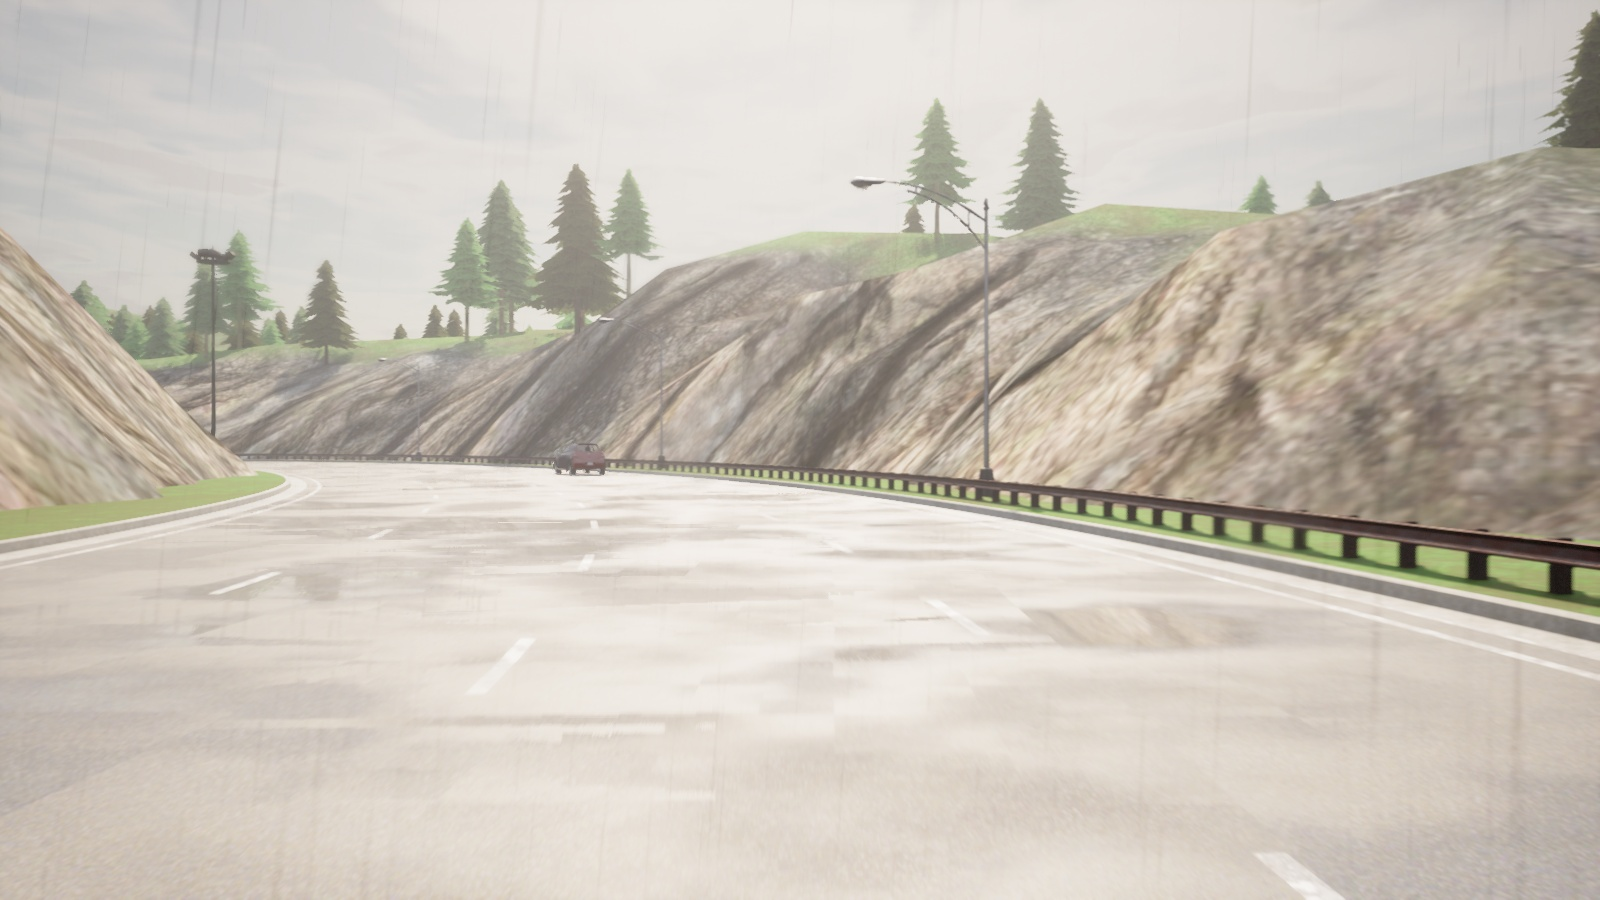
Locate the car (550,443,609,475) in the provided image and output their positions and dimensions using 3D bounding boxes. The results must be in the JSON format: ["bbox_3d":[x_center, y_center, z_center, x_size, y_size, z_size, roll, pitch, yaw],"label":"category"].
[{"bbox_3d":[-10.626,0.422,60.297,1.845,1.501,3.633,0,0,-26],"label":"car"}]
